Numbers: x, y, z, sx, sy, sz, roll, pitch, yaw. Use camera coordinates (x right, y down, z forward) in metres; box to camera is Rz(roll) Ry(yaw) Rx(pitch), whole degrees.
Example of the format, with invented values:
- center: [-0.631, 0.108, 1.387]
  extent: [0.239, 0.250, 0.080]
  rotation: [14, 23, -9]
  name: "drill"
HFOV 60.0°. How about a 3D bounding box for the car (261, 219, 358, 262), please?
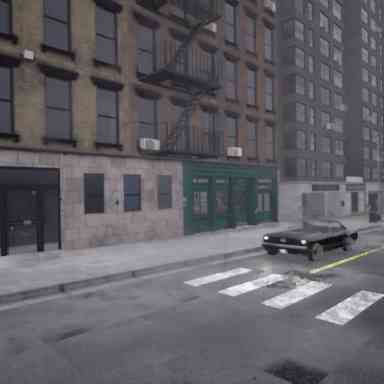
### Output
- center: [4.713, 1.753, 13.009]
  extent: [4.718, 1.301, 1.895]
  rotation: [1, -1, -45]
  name: "car"
